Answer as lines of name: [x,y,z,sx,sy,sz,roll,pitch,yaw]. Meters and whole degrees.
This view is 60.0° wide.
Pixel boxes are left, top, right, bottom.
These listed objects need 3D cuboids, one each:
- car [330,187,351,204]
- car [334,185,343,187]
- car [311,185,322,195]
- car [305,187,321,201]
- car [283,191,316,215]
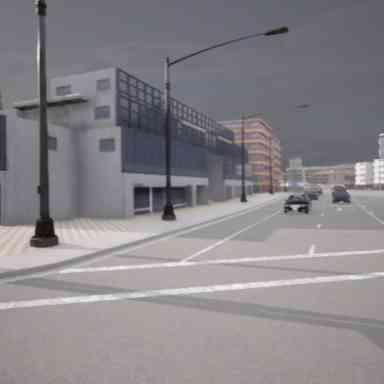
car: [16.626,0.558,37.182,2.033,1.411,5.357,0,2,23]
car: [21.901,-0.215,49.730,2.097,1.767,4.553,0,2,23]
car: [21.227,-0.413,57.211,2.097,1.767,4.553,0,1,23]
car: [14.985,0.448,42.334,1.895,1.301,4.718,0,2,23]
car: [8.646,0.942,27.166,2.128,1.511,4.902,0,2,23]
